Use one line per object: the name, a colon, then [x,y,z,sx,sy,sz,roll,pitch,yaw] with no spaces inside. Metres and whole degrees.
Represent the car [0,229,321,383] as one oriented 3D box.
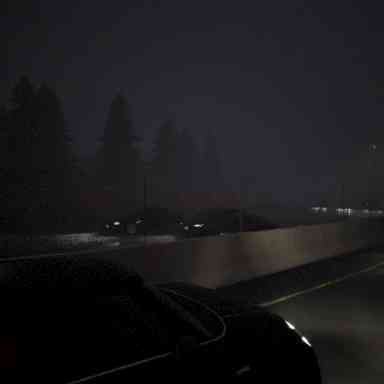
car: [-0.964,1.364,2.753,4.553,1.767,2.097,0,0,-36]
